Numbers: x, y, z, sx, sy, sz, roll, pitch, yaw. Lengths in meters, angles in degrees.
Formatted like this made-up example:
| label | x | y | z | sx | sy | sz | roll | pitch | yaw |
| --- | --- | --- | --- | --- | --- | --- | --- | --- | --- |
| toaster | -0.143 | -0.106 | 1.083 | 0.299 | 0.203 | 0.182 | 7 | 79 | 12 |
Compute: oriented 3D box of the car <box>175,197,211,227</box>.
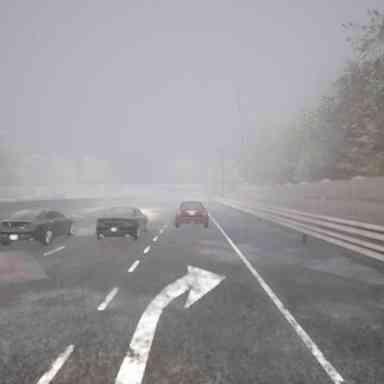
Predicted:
| label | x | y | z | sx | sy | sz | roll | pitch | yaw |
| --- | --- | --- | --- | --- | --- | --- | --- | --- | --- |
| car | -0.009 | 1.362 | 22.721 | 2.097 | 1.767 | 4.553 | 0 | 0 | 0 |

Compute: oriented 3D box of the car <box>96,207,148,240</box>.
| label | x | y | z | sx | sy | sz | roll | pitch | yaw |
| --- | --- | --- | --- | --- | --- | --- | --- | --- | --- |
| car | -3.405 | 1.483 | 16.960 | 1.882 | 1.535 | 5.008 | 0 | 0 | 0 |

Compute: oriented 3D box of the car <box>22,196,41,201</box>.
| label | x | y | z | sx | sy | sz | roll | pitch | yaw |
| --- | --- | --- | --- | --- | --- | --- | --- | --- | --- |
| car | -31.528 | 1.504 | 65.258 | 1.882 | 1.535 | 5.008 | 0 | 0 | 0 |

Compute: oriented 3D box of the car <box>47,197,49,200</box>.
| label | x | y | z | sx | sy | sz | roll | pitch | yaw |
| --- | --- | --- | --- | --- | --- | --- | --- | --- | --- |
| car | -28.029 | 1.342 | 69.043 | 2.150 | 2.045 | 5.566 | 0 | 0 | 0 |

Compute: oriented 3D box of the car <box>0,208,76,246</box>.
| label | x | y | z | sx | sy | sz | roll | pitch | yaw |
| --- | --- | --- | --- | --- | --- | --- | --- | --- | --- |
| car | -6.907 | 1.509 | 15.310 | 1.837 | 1.490 | 4.892 | 0 | 0 | 0 |

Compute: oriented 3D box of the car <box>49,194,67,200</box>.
| label | x | y | z | sx | sy | sz | roll | pitch | yaw |
| --- | --- | --- | --- | --- | --- | --- | --- | --- | --- |
| car | -24.527 | 1.649 | 62.620 | 1.994 | 1.385 | 4.181 | 0 | 0 | 0 |

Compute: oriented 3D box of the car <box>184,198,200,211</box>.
| label | x | y | z | sx | sy | sz | roll | pitch | yaw |
| --- | --- | --- | --- | --- | --- | --- | --- | --- | --- |
| car | -0.020 | 1.570 | 41.454 | 1.812 | 1.442 | 4.674 | 0 | 0 | 0 |
